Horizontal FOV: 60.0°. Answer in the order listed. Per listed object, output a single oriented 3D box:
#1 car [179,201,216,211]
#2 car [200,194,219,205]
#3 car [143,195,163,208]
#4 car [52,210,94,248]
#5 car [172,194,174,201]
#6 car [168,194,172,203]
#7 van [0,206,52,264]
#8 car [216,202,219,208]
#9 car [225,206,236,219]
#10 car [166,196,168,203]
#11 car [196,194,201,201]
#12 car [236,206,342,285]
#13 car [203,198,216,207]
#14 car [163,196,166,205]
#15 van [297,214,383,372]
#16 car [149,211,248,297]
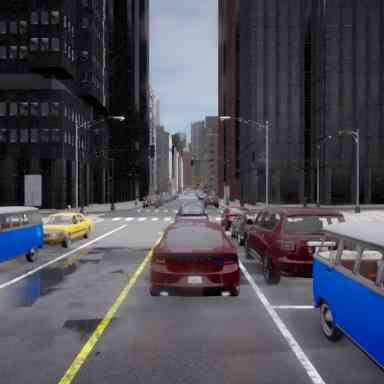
[{"bbox_3d":[-0.006,1.494,19.053,2.128,1.511,4.902,0,0,0],"label":"car"},{"bbox_3d":[2.738,1.337,47.546,2.192,1.841,5.009,0,0,0],"label":"car"},{"bbox_3d":[-5.787,1.337,47.552,2.192,1.841,5.009,0,0,0],"label":"car"},{"bbox_3d":[-5.773,1.527,14.817,1.752,1.417,4.829,0,0,0],"label":"car"},{"bbox_3d":[-5.799,1.593,75.598,1.752,1.417,4.829,0,0,0],"label":"car"},{"bbox_3d":[-5.796,1.622,70.125,1.947,1.339,4.313,0,0,0],"label":"car"},{"bbox_3d":[-5.772,1.342,9.463,1.690,1.788,3.998,0,0,0],"label":"van"},{"bbox_3d":[2.751,1.548,20.505,1.887,1.381,4.507,0,0,0],"label":"car"},{"bbox_3d":[2.755,1.552,14.980,2.008,1.369,4.403,0,0,0],"label":"car"},{"bbox_3d":[-5.791,1.602,58.838,1.947,1.339,4.313,0,0,0],"label":"car"},{"bbox_3d":[2.722,1.642,87.052,1.887,1.381,4.507,0,0,0],"label":"car"},{"bbox_3d":[2.757,1.315,9.454,2.192,1.841,5.009,0,0,0],"label":"car"},{"bbox_3d":[2.737,1.594,53.190,1.947,1.339,4.313,0,0,0],"label":"car"},{"bbox_3d":[-5.790,1.344,53.195,2.192,1.841,5.009,0,0,0],"label":"car"},{"bbox_3d":[2.761,1.341,3.928,1.690,1.788,3.998,0,0,0],"label":"van"},{"bbox_3d":[0.064,1.478,8.644,1.882,1.535,5.008,0,0,0],"label":"car"}]
